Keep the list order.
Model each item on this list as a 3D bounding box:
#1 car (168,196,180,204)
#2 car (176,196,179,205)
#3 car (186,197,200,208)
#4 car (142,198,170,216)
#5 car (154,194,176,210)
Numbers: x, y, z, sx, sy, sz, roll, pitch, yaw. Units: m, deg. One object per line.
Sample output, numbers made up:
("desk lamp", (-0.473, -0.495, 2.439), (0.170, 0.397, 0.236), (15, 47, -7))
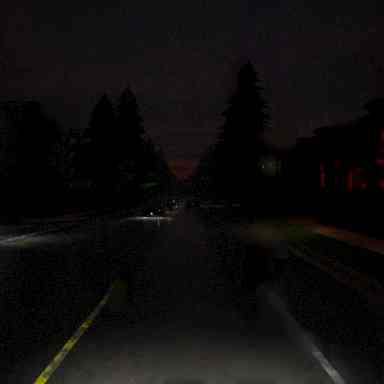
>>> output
("car", (-3.536, 1.554, 65.923), (2.033, 1.411, 5.357), (0, 0, 1))
("car", (-3.582, 1.357, 52.794), (2.097, 1.767, 4.553), (0, 0, 0))
("car", (0.096, 1.482, 48.900), (1.882, 1.535, 5.008), (0, 0, 0))
("car", (-3.602, 1.550, 32.331), (2.033, 1.411, 5.357), (0, 0, 0))
("car", (-3.597, 1.226, 42.496), (2.150, 2.045, 5.566), (0, 0, 0))
